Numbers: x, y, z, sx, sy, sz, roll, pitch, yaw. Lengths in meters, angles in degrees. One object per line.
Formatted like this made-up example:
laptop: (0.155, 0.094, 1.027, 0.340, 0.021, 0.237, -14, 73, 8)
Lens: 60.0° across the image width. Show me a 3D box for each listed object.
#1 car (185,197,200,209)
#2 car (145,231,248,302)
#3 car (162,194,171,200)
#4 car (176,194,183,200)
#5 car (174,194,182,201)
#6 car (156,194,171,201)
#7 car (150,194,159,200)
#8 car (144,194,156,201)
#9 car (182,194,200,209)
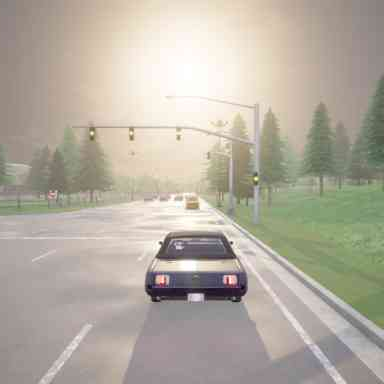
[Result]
car: (0.067, 1.576, 49.853, 2.033, 1.411, 5.357, -1, 1, 0)
car: (0.095, 1.601, 8.185, 1.895, 1.301, 4.718, 0, 0, 1)
car: (-6.817, 1.372, 90.907, 2.033, 1.411, 5.357, 0, 0, 0)
car: (-3.317, 1.357, 90.900, 1.812, 1.442, 4.674, 0, 0, 0)
car: (-3.337, 1.545, 80.896, 1.994, 1.385, 4.181, 0, 0, 0)
car: (-6.838, 1.531, 80.487, 2.033, 1.411, 5.357, 0, 0, 0)
car: (-10.317, 1.332, 90.914, 1.837, 1.490, 4.892, 0, 0, 0)
car: (-10.338, 1.531, 80.494, 2.033, 1.411, 5.357, 0, 0, 0)
car: (-0.022, 1.079, 46.396, 1.882, 1.535, 5.008, -3, 17, -3)
